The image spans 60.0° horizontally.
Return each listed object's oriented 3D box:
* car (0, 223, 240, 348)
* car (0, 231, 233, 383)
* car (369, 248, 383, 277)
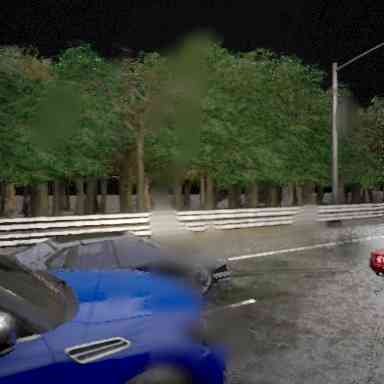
[{"bbox_3d":[-1.688,1.543,6.801,5.357,1.411,2.033,0,0,-35],"label":"car"},{"bbox_3d":[-2.332,1.217,2.216,5.566,2.045,2.150,0,0,-35],"label":"car"},{"bbox_3d":[6.597,1.605,8.393,4.718,1.301,1.895,0,0,-34],"label":"car"}]
